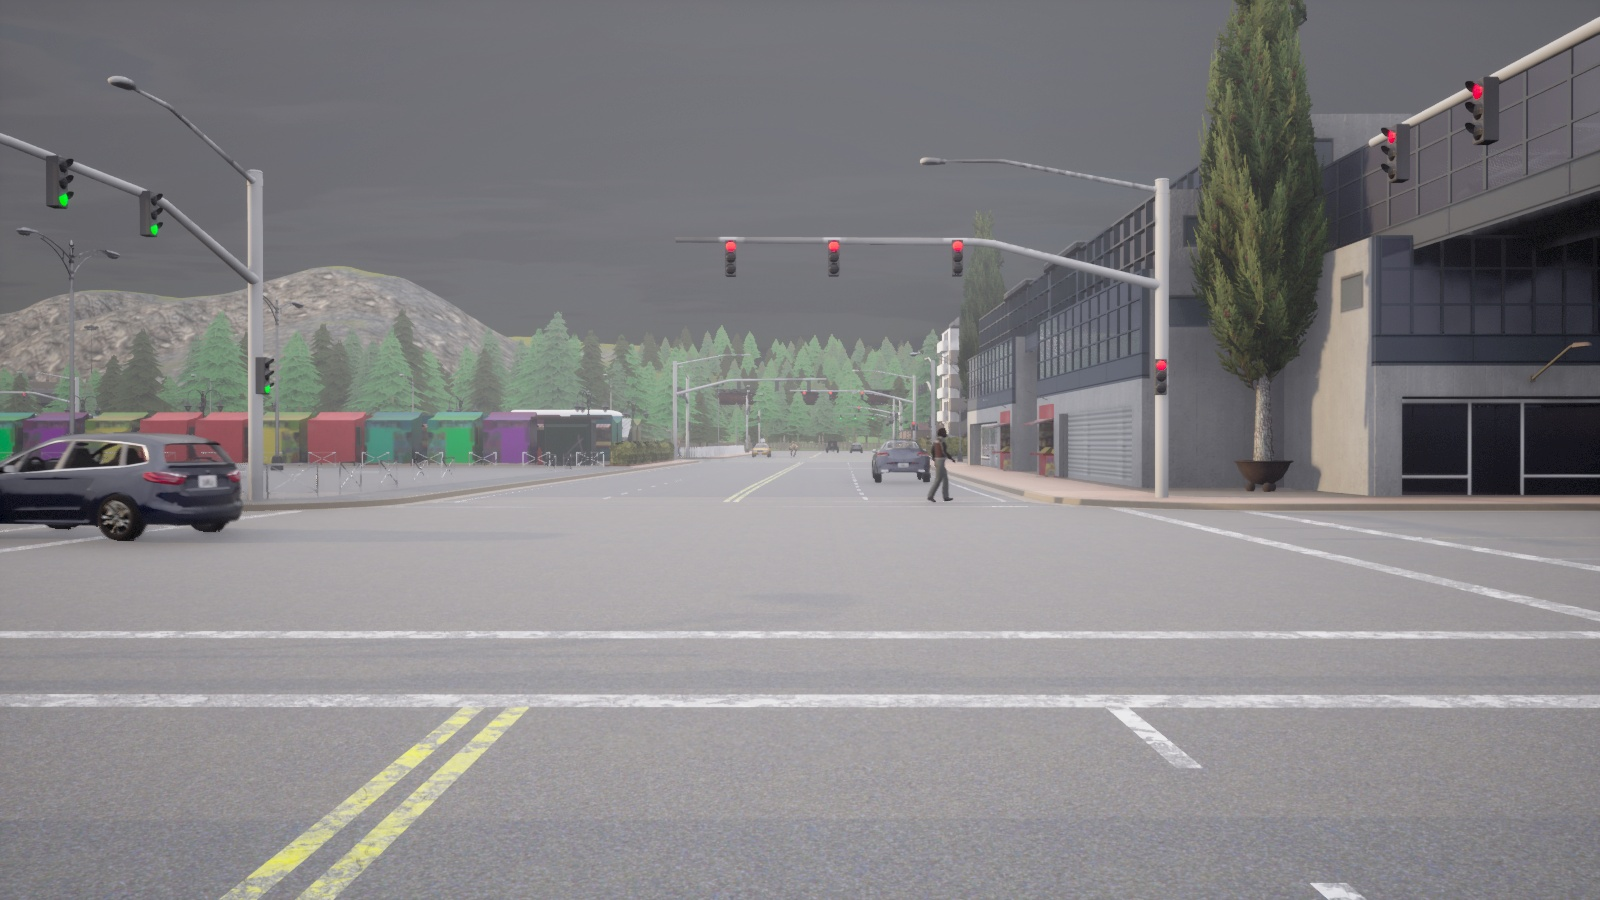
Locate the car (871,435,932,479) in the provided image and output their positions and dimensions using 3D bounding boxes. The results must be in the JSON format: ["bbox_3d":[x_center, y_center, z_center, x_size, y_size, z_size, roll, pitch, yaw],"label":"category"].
[{"bbox_3d":[3.905,0.251,49.147,2.152,1.651,5.027,0,0,2],"label":"car"}]

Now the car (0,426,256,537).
[{"bbox_3d":[-11.578,0.466,20.405,4.611,1.667,2.242,0,0,13],"label":"car"}]

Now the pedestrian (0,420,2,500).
[{"bbox_3d":[-18.643,0.229,28.496,0.869,1.805,0.328,0,0,0],"label":"pedestrian"}]

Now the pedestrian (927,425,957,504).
[{"bbox_3d":[3.488,0.354,30.869,0.666,1.930,0.402,0,0,-7],"label":"pedestrian"}]
